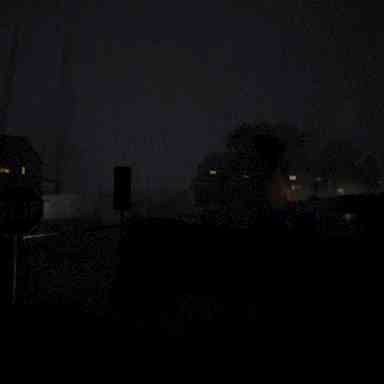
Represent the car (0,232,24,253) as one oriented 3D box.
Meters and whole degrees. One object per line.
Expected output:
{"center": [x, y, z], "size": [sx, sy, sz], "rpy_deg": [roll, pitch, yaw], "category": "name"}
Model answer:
{"center": [-7.454, 1.466, 10.151], "size": [2.033, 1.411, 5.357], "rpy_deg": [1, 2, 4], "category": "car"}
